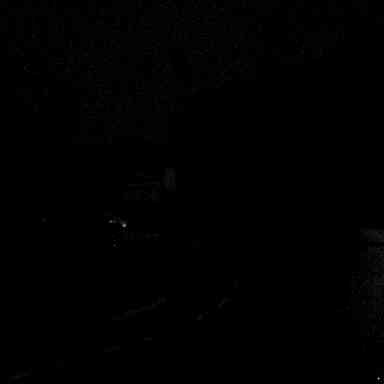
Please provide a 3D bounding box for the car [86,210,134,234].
[{"bbox_3d":[-5.574,1.981,22.225,2.128,1.511,4.902,1,-5,-37],"label":"car"}]

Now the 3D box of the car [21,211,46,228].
[{"bbox_3d":[-19.874,3.336,41.439,2.150,2.045,5.566,1,-4,-36],"label":"car"}]
